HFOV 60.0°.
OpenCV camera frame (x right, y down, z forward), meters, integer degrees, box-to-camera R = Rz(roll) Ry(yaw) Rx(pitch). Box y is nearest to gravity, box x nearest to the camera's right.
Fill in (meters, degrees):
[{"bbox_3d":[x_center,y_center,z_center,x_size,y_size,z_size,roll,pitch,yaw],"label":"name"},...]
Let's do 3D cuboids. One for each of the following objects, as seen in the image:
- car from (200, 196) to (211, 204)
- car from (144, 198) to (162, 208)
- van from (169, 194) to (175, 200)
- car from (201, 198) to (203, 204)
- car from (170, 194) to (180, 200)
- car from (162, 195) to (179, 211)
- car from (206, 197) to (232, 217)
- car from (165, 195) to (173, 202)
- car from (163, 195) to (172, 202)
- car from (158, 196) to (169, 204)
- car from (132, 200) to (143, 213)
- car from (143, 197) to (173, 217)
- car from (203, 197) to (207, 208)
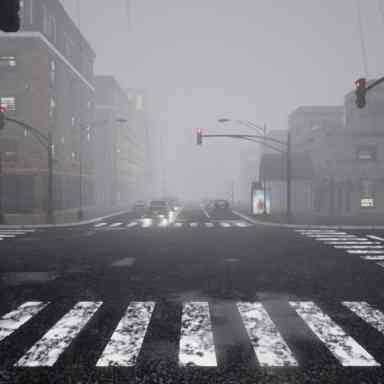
[{"bbox_3d":[2.722,1.591,65.974,2.008,1.369,4.403,-1,0,0],"label":"car"},{"bbox_3d":[-5.668,1.571,48.876,2.008,1.369,4.403,0,0,0],"label":"car"},{"bbox_3d":[-5.645,1.430,94.449,1.690,1.788,3.998,-1,0,0],"label":"van"},{"bbox_3d":[2.712,1.571,48.884,2.008,1.369,4.403,0,0,0],"label":"car"},{"bbox_3d":[-3.053,1.517,53.532,2.128,1.511,4.902,0,0,0],"label":"car"},{"bbox_3d":[-3.077,1.504,40.913,2.128,1.511,4.902,0,0,0],"label":"car"},{"bbox_3d":[2.701,1.446,31.793,1.967,1.590,4.097,0,0,0],"label":"car"},{"bbox_3d":[-5.650,1.592,82.885,1.752,1.417,4.829,-1,0,0],"label":"car"},{"bbox_3d":[-5.654,1.497,77.358,1.967,1.590,4.097,0,0,0],"label":"car"},{"bbox_3d":[-5.659,1.565,65.796,1.752,1.417,4.829,0,0,0],"label":"car"},{"bbox_3d":[-5.675,1.561,37.483,2.008,1.369,4.403,0,0,0],"label":"car"},{"bbox_3d":[-3.084,1.510,30.925,1.837,1.490,4.892,0,0,0],"label":"car"},{"bbox_3d":[2.709,1.597,43.187,1.802,1.307,4.206,0,0,0],"label":"car"}]
